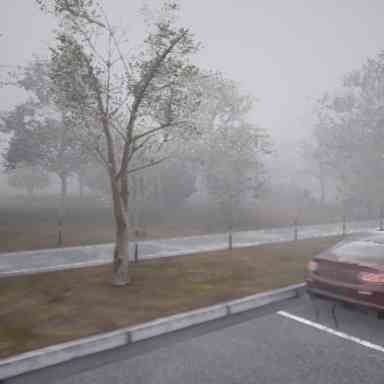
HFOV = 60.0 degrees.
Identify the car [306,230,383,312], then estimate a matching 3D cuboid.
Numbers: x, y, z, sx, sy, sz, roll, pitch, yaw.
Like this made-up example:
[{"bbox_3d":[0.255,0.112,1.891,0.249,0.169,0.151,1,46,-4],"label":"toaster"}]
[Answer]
[{"bbox_3d":[4.364,1.559,7.166,4.674,1.452,2.002,0,0,-35],"label":"car"}]
